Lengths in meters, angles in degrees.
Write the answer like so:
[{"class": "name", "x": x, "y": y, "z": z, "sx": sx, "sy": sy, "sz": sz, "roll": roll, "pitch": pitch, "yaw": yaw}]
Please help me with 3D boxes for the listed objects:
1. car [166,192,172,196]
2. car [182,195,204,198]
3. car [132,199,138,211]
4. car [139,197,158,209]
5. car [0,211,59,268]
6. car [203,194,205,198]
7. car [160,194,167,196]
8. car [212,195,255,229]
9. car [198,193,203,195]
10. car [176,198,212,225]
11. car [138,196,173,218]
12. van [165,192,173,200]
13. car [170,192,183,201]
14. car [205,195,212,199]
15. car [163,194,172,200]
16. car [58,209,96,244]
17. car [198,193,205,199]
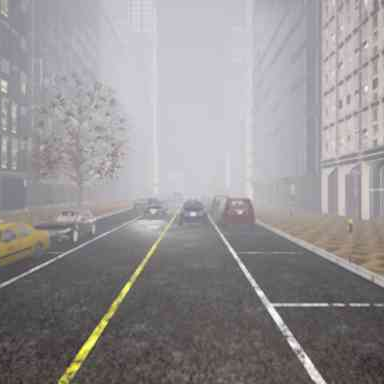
[{"class": "car", "x": -5.714, "y": 1.270, "z": 66.538, "sx": 2.008, "sy": 1.369, "sz": 4.403, "roll": 0, "pitch": 0, "yaw": 0}, {"class": "car", "x": 0.084, "y": 1.400, "z": 41.156, "sx": 1.994, "sy": 1.385, "sz": 4.181, "roll": 0, "pitch": 0, "yaw": 0}, {"class": "car", "x": -5.702, "y": 1.400, "z": 38.077, "sx": 2.008, "sy": 1.369, "sz": 4.403, "roll": 0, "pitch": 0, "yaw": 0}, {"class": "car", "x": -5.705, "y": 1.390, "z": 43.769, "sx": 1.947, "sy": 1.339, "sz": 4.313, "roll": 0, "pitch": 0, "yaw": 0}, {"class": "car", "x": -5.691, "y": 1.490, "z": 9.444, "sx": 1.752, "sy": 1.417, "sz": 4.829, "roll": 0, "pitch": 0, "yaw": 0}, {"class": "car", "x": 2.676, "y": 1.348, "z": 43.929, "sx": 1.752, "sy": 1.417, "sz": 4.829, "roll": 0, "pitch": 0, "yaw": 0}, {"class": "car", "x": -5.709, "y": 1.354, "z": 55.152, "sx": 1.802, "sy": 1.307, "sz": 4.206, "roll": 0, "pitch": 0, "yaw": 0}, {"class": "car", "x": 2.686, "y": 1.234, "z": 20.990, "sx": 2.192, "sy": 1.841, "sz": 5.009, "roll": 0, "pitch": 0, "yaw": 0}, {"class": "car", "x": 2.665, "y": 1.257, "z": 72.221, "sx": 1.947, "sy": 1.339, "sz": 4.313, "roll": 0, "pitch": 0, "yaw": 0}, {"class": "car", "x": 0.090, "y": 1.413, "z": 23.338, "sx": 2.163, "sy": 1.488, "sz": 4.792, "roll": 0, "pitch": 0, "yaw": 0}, {"class": "car", "x": -3.109, "y": 1.377, "z": 29.277, "sx": 2.128, "sy": 1.511, "sz": 4.902, "roll": 0, "pitch": 0, "yaw": 0}, {"class": "van", "x": -5.719, "y": 0.977, "z": 83.614, "sx": 1.690, "sy": 1.788, "sz": 3.998, "roll": 0, "pitch": 0, "yaw": 0}, {"class": "car", "x": -3.028, "y": 0.919, "z": 70.489, "sx": 2.150, "sy": 2.045, "sz": 5.566, "roll": 0, "pitch": 0, "yaw": 0}, {"class": "car", "x": 2.682, "y": 1.187, "z": 32.375, "sx": 2.192, "sy": 1.841, "sz": 5.009, "roll": 0, "pitch": 0, "yaw": 0}, {"class": "car", "x": -5.718, "y": 1.209, "z": 77.922, "sx": 1.887, "sy": 1.381, "sz": 4.507, "roll": 0, "pitch": 0, "yaw": 0}, {"class": "car", "x": -5.694, "y": 1.493, "z": 15.308, "sx": 2.008, "sy": 1.369, "sz": 4.403, "roll": 0, "pitch": 0, "yaw": 0}, {"class": "car", "x": 2.657, "y": 1.019, "z": 94.987, "sx": 1.967, "sy": 1.590, "sz": 4.097, "roll": 0, "pitch": 0, "yaw": 0}]
